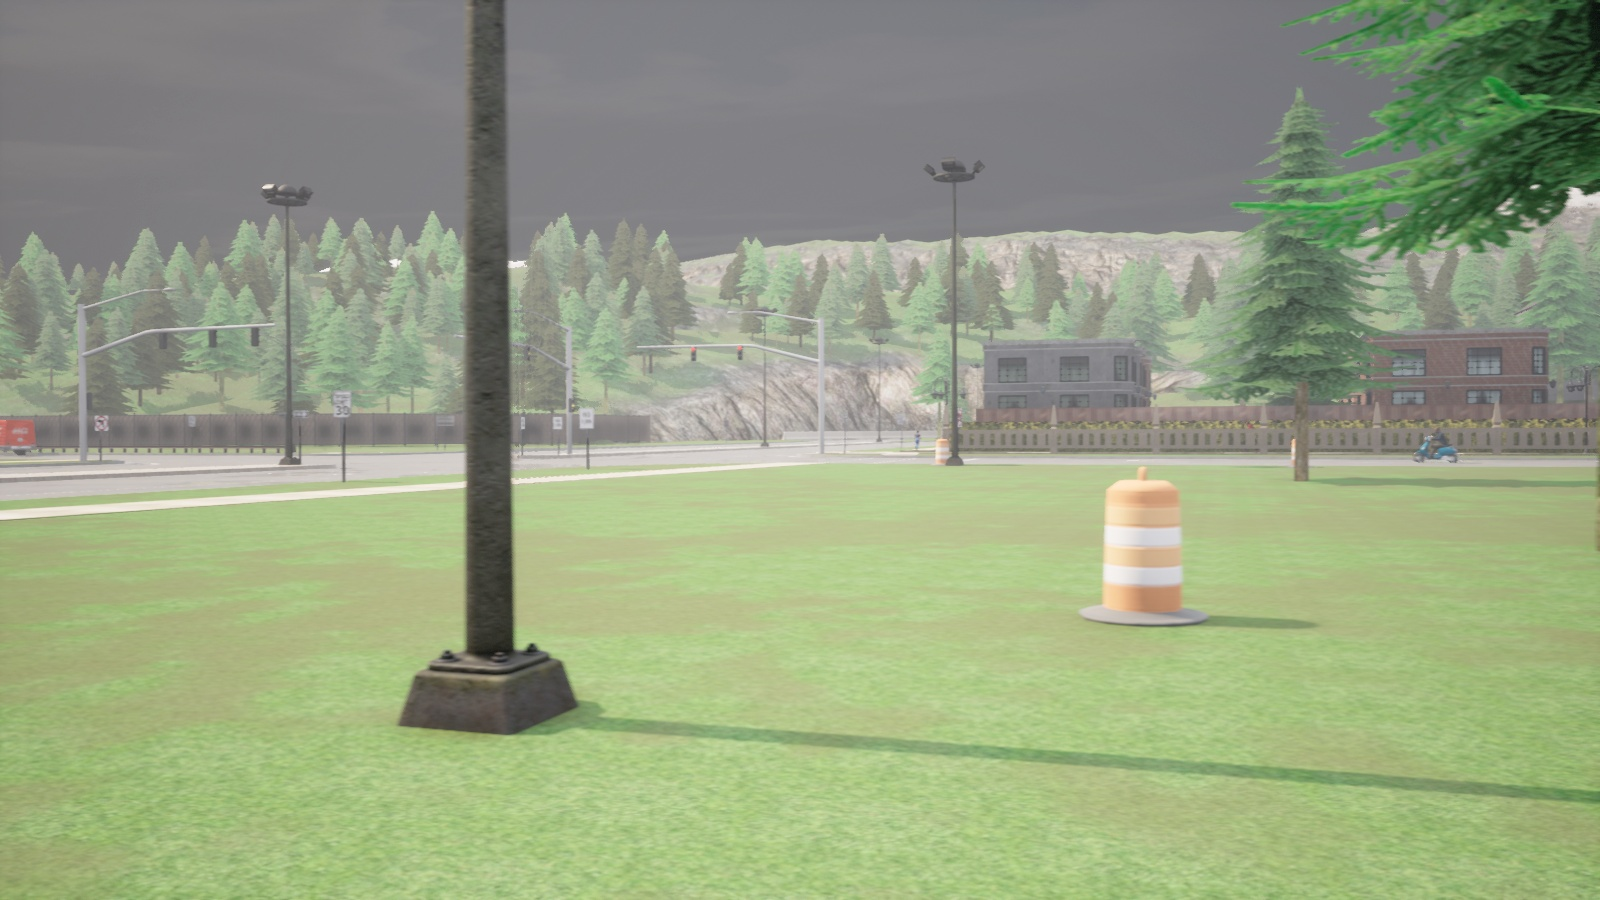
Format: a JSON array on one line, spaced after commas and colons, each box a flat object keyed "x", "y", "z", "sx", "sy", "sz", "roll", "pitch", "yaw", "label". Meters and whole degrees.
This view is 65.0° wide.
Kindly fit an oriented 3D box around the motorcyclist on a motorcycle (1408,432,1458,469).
[{"x": 27.719, "y": 0.003, "z": 55.011, "sx": 1.817, "sy": 1.590, "sz": 0.866, "roll": 1, "pitch": 1, "yaw": 18, "label": "motorcyclist on a motorcycle"}]
